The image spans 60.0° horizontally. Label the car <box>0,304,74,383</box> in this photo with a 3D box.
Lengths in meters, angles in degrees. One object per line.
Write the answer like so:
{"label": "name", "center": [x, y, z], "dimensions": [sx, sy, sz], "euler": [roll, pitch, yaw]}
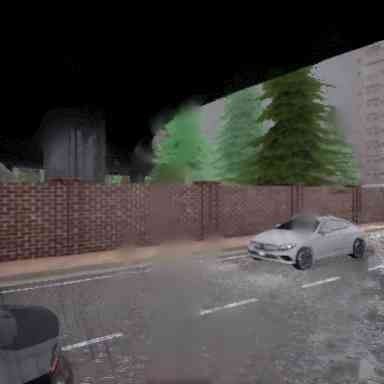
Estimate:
{"label": "car", "center": [-3.170, 1.497, 1.665], "dimensions": [4.892, 1.490, 1.837], "euler": [0, 0, -37]}

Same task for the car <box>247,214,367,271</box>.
{"label": "car", "center": [3.925, 1.493, 10.949], "dimensions": [4.674, 1.442, 1.812], "euler": [0, 0, -35]}
